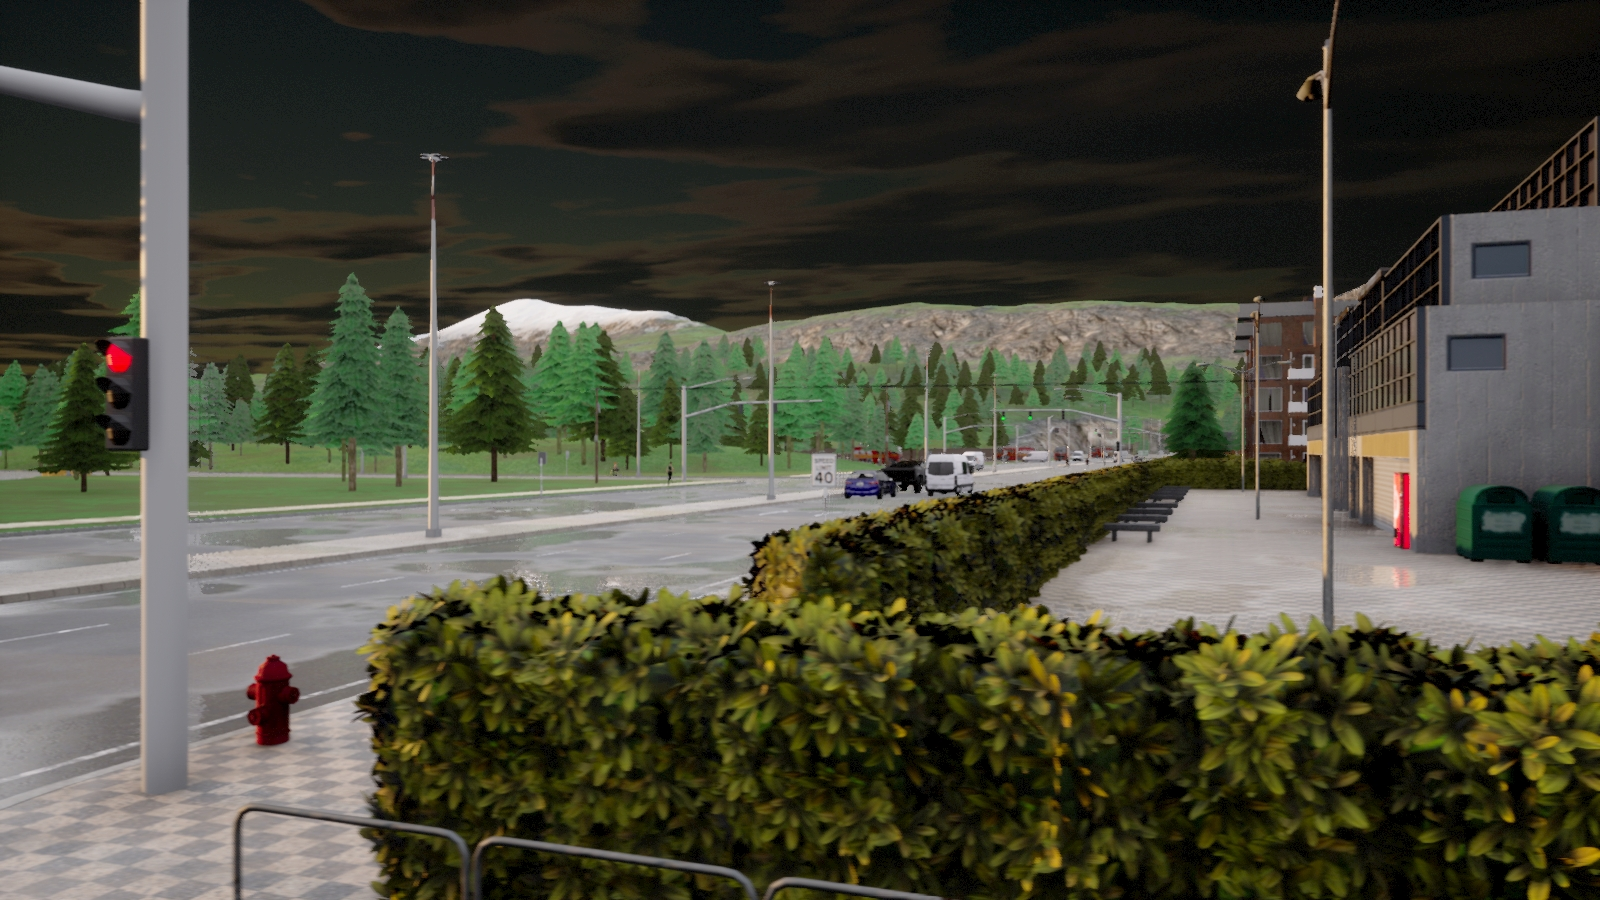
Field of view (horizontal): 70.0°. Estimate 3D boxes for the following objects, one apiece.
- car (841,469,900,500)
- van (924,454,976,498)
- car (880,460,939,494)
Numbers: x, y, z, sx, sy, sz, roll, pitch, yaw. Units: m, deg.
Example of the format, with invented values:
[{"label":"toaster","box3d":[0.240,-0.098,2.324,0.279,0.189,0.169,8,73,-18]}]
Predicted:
[{"label":"car","box3d":[4.161,1.970,66.635,2.242,1.667,4.611,0,0,20]},{"label":"van","box3d":[9.337,1.535,70.736,1.988,2.561,5.915,0,0,20]},{"label":"car","box3d":[7.293,1.754,75.397,2.390,2.098,6.274,0,0,20]}]
